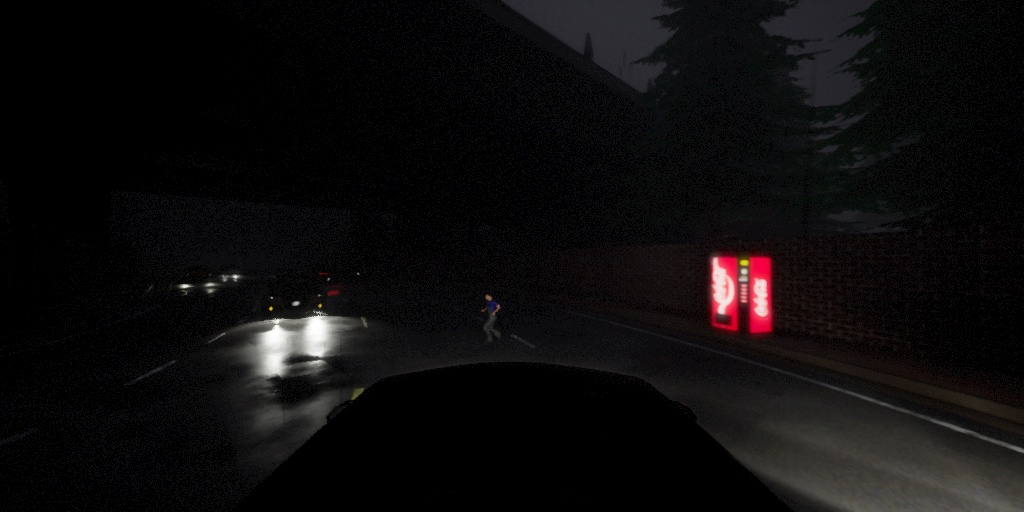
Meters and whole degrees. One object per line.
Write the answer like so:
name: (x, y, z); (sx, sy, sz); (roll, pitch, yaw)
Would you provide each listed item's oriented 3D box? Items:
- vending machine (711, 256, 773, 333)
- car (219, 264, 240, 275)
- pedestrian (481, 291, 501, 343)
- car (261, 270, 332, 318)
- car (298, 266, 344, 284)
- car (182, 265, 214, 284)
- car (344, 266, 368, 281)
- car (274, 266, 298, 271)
vending machine: (5.995, 0.986, 9.385); (1.100, 2.100, 0.880); (0, 0, -19)
car: (-36.960, 1.742, 46.834); (2.128, 1.511, 4.902); (0, -1, -43)
pedestrian: (-0.450, 1.377, 8.477); (0.375, 1.300, 0.375); (0, 0, -20)
car: (-8.304, 1.433, 13.840); (1.994, 1.385, 4.181); (0, -1, -31)
car: (-15.469, 1.514, 28.911); (1.837, 1.490, 4.892); (0, 0, -42)
car: (-27.119, 1.538, 30.989); (1.882, 1.535, 5.008); (0, -1, -43)
car: (-15.254, 1.610, 33.874); (1.994, 1.385, 4.181); (0, -1, -42)
car: (-23.712, 1.704, 37.879); (1.895, 1.301, 4.718); (0, -1, -43)
